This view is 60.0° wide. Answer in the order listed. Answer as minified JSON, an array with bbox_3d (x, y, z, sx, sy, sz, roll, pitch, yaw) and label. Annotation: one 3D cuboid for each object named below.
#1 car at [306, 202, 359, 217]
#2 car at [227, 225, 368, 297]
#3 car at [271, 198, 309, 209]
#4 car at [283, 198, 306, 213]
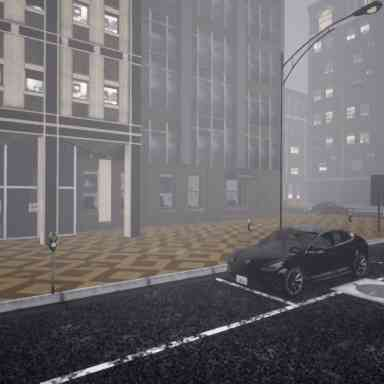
[{"bbox_3d":[12.941,1.533,30.275,1.802,1.307,4.206,0,0,-36],"label":"car"},{"bbox_3d":[2.871,1.567,8.609,4.313,1.339,1.947,0,0,-36],"label":"car"},{"bbox_3d":[13.044,1.498,44.501,1.752,1.417,4.829,0,0,-36],"label":"car"},{"bbox_3d":[9.738,1.466,34.737,1.752,1.417,4.829,0,0,-36],"label":"car"}]
